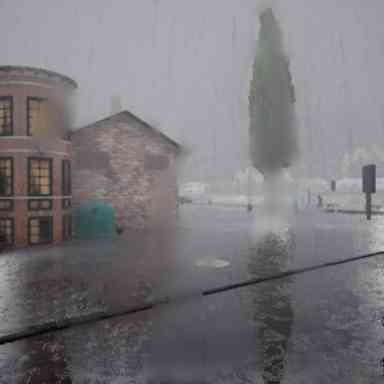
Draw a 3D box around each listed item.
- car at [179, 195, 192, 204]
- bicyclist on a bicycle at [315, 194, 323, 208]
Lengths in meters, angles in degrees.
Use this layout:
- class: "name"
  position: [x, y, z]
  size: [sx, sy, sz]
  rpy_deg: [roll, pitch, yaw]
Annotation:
- class: "car"
  position: [-1.971, 1.304, 57.249]
  size: [1.837, 1.490, 4.892]
  rpy_deg: [0, 0, -35]
- class: "bicyclist on a bicycle"
  position: [15.427, 1.123, 40.272]
  size: [1.656, 1.620, 0.582]
  rpy_deg: [-1, 0, -36]
